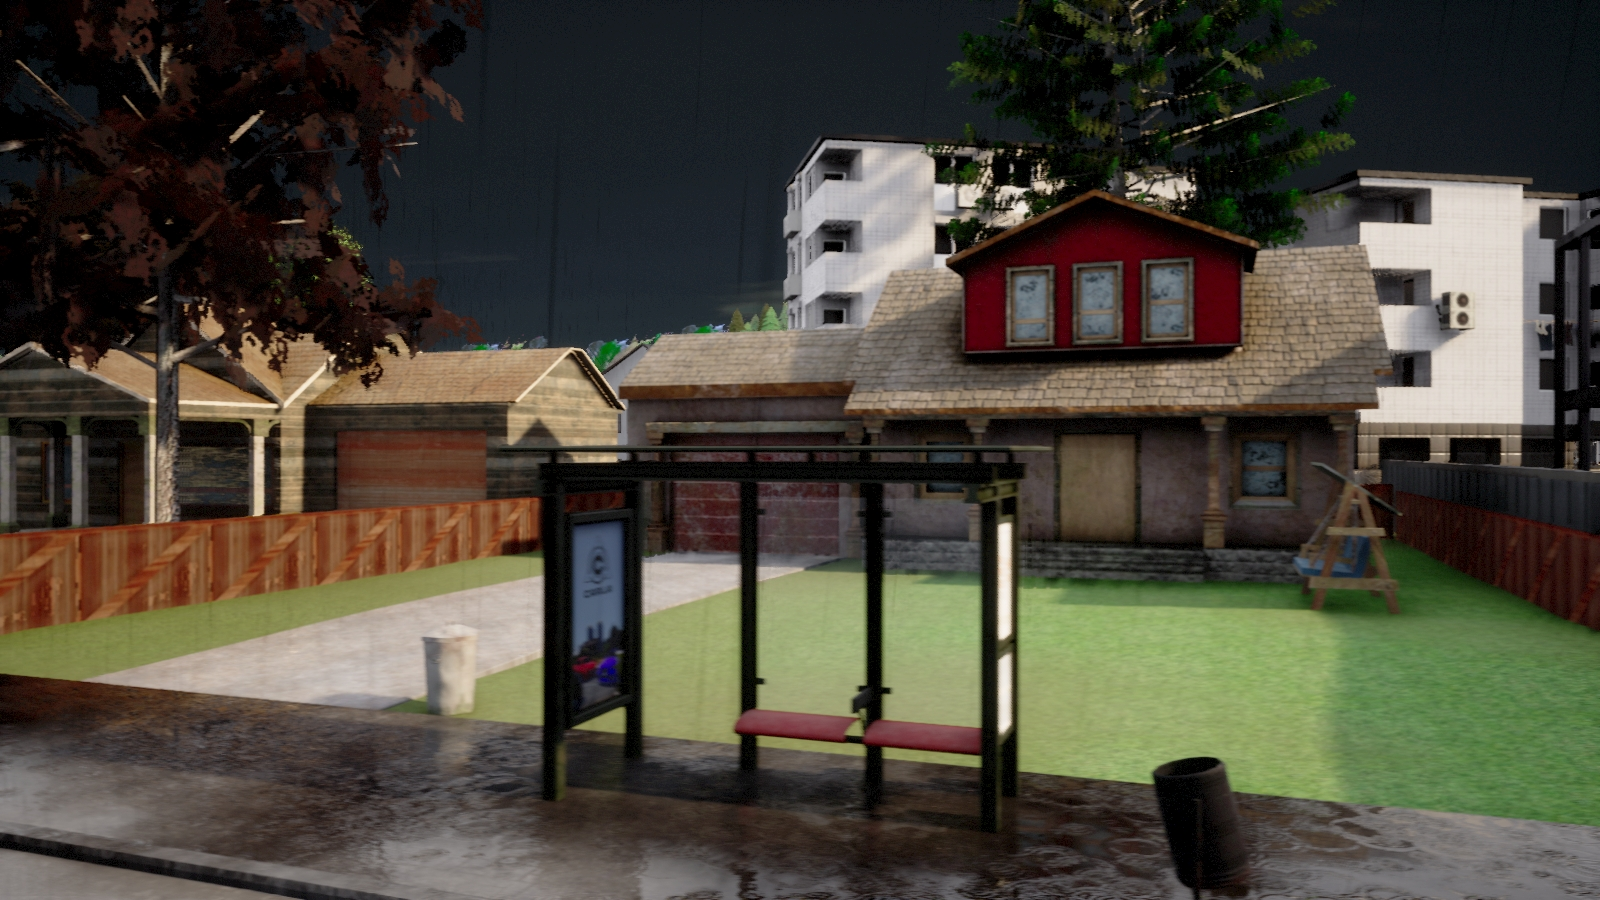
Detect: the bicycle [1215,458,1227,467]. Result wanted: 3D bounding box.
[{"bbox_3d":[70.457,2.058,191.073,1.835,1.471,0.329,0,0,20],"label":"bicycle"}]
